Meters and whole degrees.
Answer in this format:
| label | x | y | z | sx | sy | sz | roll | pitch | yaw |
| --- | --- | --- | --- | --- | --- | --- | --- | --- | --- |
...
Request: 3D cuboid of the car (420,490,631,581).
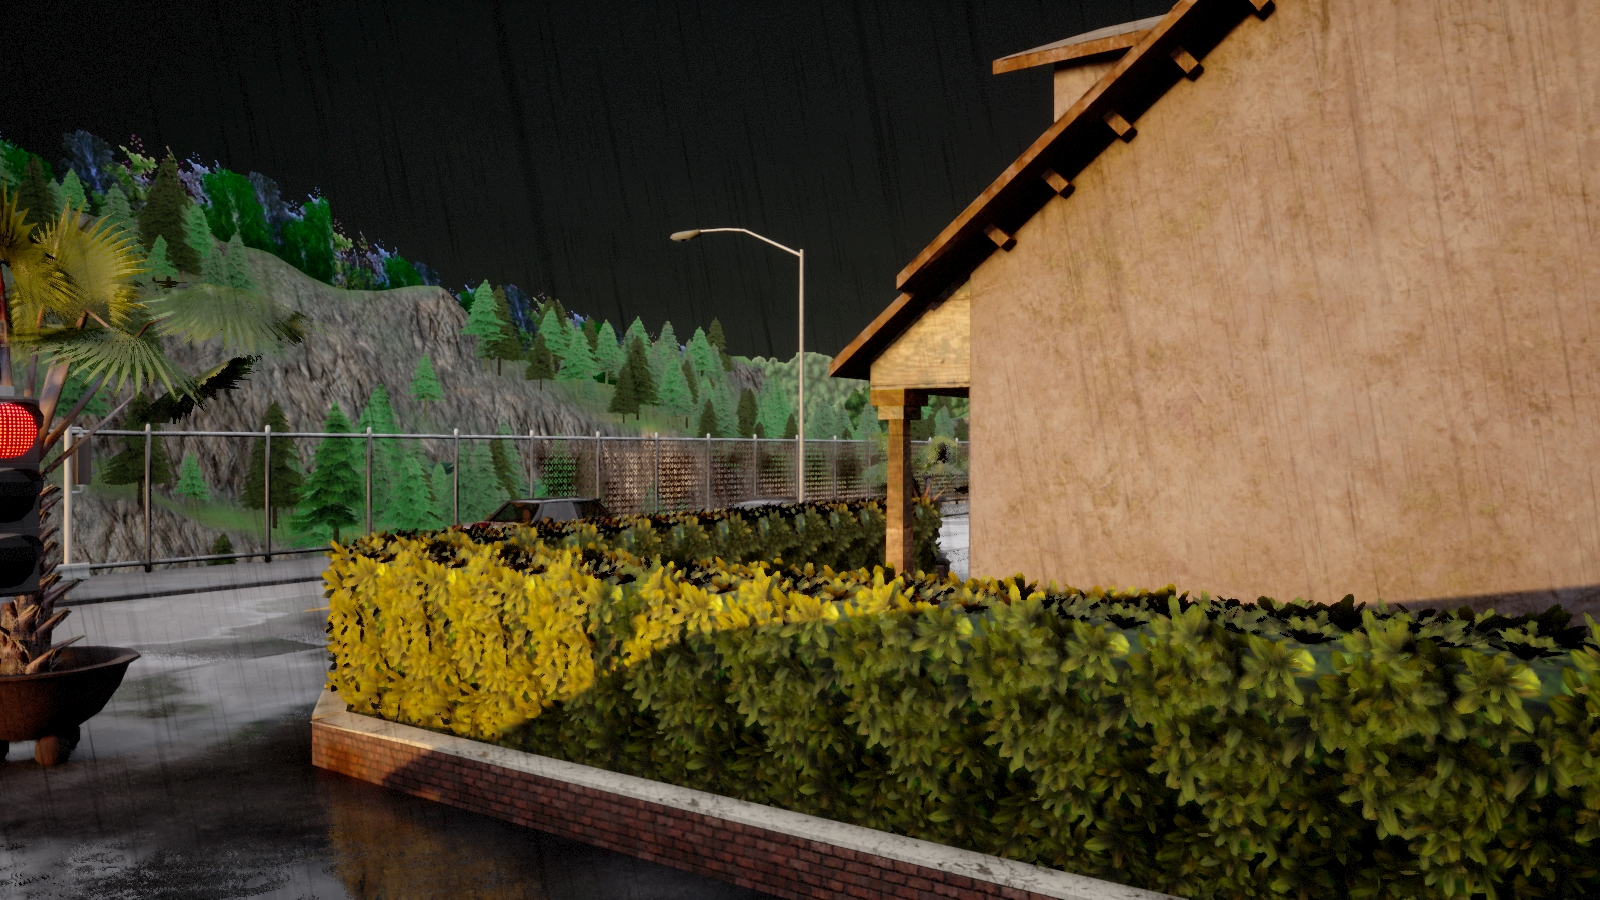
| label | x | y | z | sx | sy | sz | roll | pitch | yaw |
| --- | --- | --- | --- | --- | --- | --- | --- | --- | --- |
| car | -6.312 | 1.906 | 26.765 | 2.097 | 1.767 | 4.553 | 0 | 0 | 35 |
